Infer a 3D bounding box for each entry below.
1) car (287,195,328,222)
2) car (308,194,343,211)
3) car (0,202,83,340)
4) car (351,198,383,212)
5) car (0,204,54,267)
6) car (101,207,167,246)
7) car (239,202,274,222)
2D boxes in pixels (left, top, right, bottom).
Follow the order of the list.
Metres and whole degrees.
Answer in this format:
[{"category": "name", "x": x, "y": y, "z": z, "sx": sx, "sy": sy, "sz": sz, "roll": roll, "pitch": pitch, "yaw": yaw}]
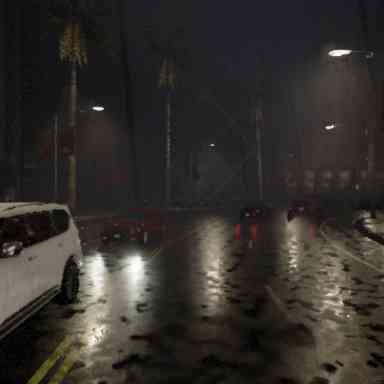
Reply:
[{"category": "car", "x": 9.222, "y": 1.350, "z": 26.712, "sx": 2.097, "sy": 1.767, "sz": 4.553, "roll": 0, "pitch": 0, "yaw": 31}, {"category": "car", "x": 15.617, "y": 1.221, "z": 39.315, "sx": 5.566, "sy": 2.045, "sz": 2.150, "roll": 0, "pitch": 0, "yaw": -39}, {"category": "car", "x": -3.501, "y": 1.222, "z": 5.253, "sx": 2.150, "sy": 2.045, "sz": 5.566, "roll": 0, "pitch": 0, "yaw": 0}, {"category": "car", "x": 20.335, "y": 1.476, "z": 38.292, "sx": 5.008, "sy": 1.535, "sz": 1.882, "roll": 0, "pitch": 0, "yaw": -33}, {"category": "car", "x": -6.656, "y": 1.350, "z": 10.895, "sx": 2.097, "sy": 1.767, "sz": 4.553, "roll": 0, "pitch": 0, "yaw": 5}, {"category": "car", "x": -2.567, "y": 1.477, "z": 15.664, "sx": 1.882, "sy": 1.535, "sz": 5.008, "roll": 0, "pitch": 0, "yaw": 10}, {"category": "car", "x": 5.197, "y": 1.524, "z": 26.682, "sx": 1.812, "sy": 1.442, "sz": 4.674, "roll": 0, "pitch": 0, "yaw": 28}]
